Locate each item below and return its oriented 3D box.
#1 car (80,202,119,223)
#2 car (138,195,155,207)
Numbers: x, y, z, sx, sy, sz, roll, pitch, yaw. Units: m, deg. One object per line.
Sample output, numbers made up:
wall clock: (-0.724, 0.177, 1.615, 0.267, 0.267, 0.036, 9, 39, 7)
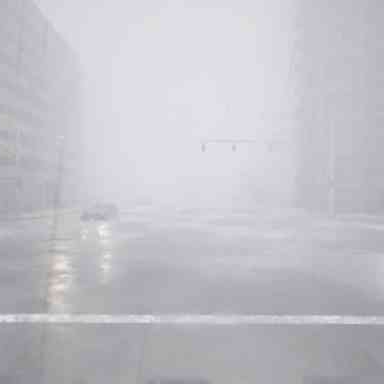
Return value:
car: (-7.010, 1.518, 25.878, 2.033, 1.411, 5.357, 0, 0, 0)
car: (-7.018, 1.263, 51.518, 2.097, 1.767, 4.553, 0, 0, 0)
